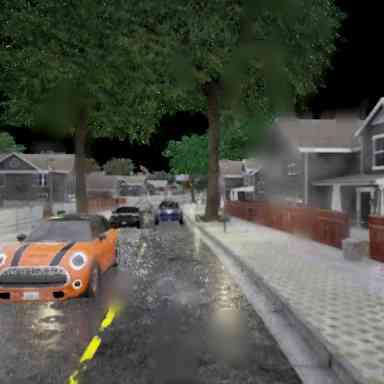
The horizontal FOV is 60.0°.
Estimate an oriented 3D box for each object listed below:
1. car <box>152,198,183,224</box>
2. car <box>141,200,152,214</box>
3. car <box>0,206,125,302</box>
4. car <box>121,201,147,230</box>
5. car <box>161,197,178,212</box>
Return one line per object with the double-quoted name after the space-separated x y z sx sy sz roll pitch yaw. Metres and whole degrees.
-1.813 1.495 26.076 2.097 1.767 4.553 0 0 -5 "car"
-5.553 1.724 38.400 2.128 1.511 4.902 0 -1 -3 "car"
-3.216 1.411 8.634 2.097 1.767 4.553 0 0 -3 "car"
-4.312 1.615 22.506 1.882 1.535 5.008 0 0 -5 "car"
-2.942 1.608 43.813 2.097 1.767 4.553 0 0 -2 "car"
